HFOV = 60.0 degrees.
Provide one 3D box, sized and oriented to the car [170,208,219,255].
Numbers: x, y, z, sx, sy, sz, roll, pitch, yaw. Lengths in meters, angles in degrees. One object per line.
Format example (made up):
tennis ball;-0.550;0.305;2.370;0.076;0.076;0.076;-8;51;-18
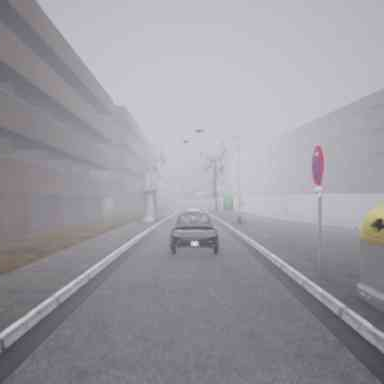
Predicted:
car;0.095;1.638;14.036;2.128;1.511;4.902;0;-1;0
